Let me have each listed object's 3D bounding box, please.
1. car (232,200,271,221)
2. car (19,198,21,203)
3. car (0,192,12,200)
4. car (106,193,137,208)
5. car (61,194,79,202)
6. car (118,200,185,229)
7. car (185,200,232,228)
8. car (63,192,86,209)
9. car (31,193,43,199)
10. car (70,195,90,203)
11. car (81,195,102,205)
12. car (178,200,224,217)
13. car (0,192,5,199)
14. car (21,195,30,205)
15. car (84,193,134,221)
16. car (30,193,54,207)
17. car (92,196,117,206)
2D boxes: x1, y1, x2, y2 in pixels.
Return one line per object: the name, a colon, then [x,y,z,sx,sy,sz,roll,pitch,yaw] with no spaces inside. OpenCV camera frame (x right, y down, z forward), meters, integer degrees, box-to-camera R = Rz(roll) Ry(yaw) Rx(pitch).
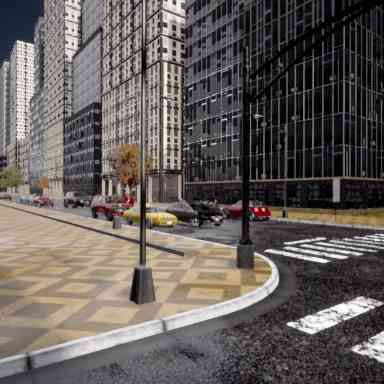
car: [4.139,1.362,26.129,1.967,1.590,4.097,1,0,-36]
car: [-26.327,1.185,53.014,2.008,1.369,4.403,1,0,-36]
car: [-39.826,1.006,71.268,1.887,1.381,4.507,1,0,-36]
car: [-9.461,1.096,44.304,2.192,1.841,5.009,1,0,-36]
car: [-23.061,1.148,62.692,1.752,1.417,4.829,1,0,-36]
car: [-2.708,1.416,20.856,1.752,1.417,4.829,1,0,-36]
car: [0.069,1.411,21.668,1.837,1.490,4.892,0,0,-36]
car: [-13.796,0.985,40.463,2.150,2.045,5.566,0,0,-36]
car: [-39.830,0.965,85.369,1.947,1.339,4.313,1,0,-36]
car: [-19.585,1.216,57.991,2.008,1.369,4.403,1,0,-36]
car: [-16.211,1.250,53.429,1.887,1.381,4.507,1,0,-36]
car: [0.737,1.440,30.676,2.008,1.369,4.403,1,0,-36]
car: [-46.574,0.808,80.396,1.967,1.590,4.097,1,0,-36]
car: [-22.953,1.225,48.451,2.008,1.369,4.403,1,0,-36]
car: [-6.159,1.172,25.576,2.192,1.841,5.009,1,0,-36]
car: [-19.579,1.257,43.888,1.887,1.381,4.507,1,0,-36]
car: [-12.939,1.268,49.003,1.752,1.417,4.829,1,0,-36]
